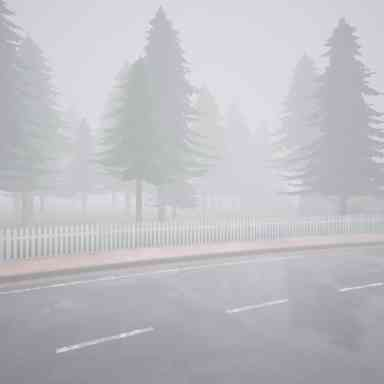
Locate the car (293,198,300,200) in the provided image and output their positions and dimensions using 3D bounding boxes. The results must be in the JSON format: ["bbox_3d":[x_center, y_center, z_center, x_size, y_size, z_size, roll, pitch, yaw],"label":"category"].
[{"bbox_3d":[20.470,1.386,62.658,1.812,1.442,4.674,0,0,-4],"label":"car"}]
